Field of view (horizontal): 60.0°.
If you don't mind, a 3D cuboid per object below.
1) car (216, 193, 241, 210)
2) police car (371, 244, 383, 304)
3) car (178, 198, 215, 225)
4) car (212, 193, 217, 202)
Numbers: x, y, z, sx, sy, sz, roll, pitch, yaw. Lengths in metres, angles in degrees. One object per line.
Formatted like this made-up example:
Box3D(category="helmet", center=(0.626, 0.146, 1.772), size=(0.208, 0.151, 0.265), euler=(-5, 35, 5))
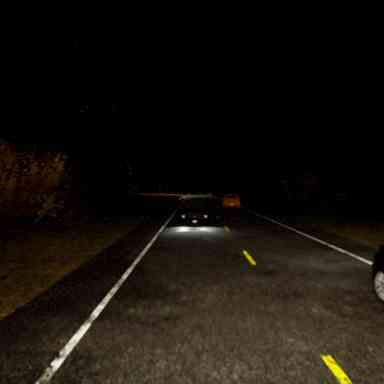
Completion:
Box3D(category="car", center=(3.843, 0.994, 34.171), size=(1.882, 1.535, 5.008), euler=(0, 1, 1))
Box3D(category="police car", center=(4.584, 1.362, 4.916), size=(1.930, 1.638, 5.238), euler=(0, 1, 0))
Box3D(category="car", center=(0.165, 1.240, 21.445), size=(2.033, 1.411, 5.357), euler=(0, 1, 0))
Box3D(category="car", center=(3.882, 0.841, 46.525), size=(1.837, 1.490, 4.892), euler=(0, 1, 1))
